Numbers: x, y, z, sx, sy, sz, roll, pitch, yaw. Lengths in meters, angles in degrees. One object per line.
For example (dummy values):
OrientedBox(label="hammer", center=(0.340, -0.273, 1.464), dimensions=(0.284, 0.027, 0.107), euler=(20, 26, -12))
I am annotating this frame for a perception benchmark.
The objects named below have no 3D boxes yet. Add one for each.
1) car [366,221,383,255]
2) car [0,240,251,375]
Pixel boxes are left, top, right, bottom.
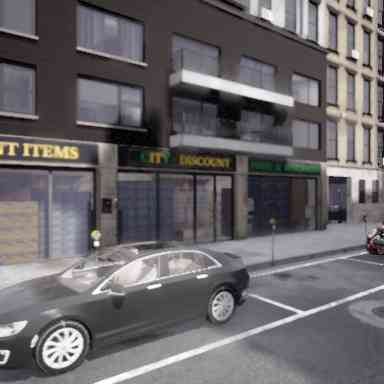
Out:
OrientedBox(label="car", center=(8.012, 1.438, 11.903), dimensions=(4.097, 1.590, 1.967), euler=(0, 0, -35))
OrientedBox(label="car", center=(-0.960, 1.550, 5.502), dimensions=(4.403, 1.369, 2.008), euler=(0, 0, -35))
